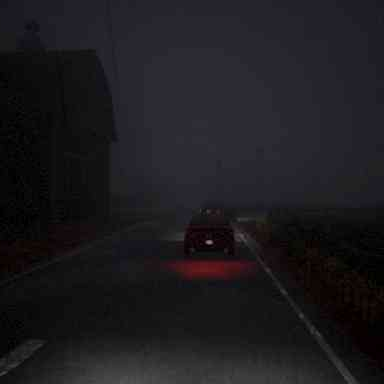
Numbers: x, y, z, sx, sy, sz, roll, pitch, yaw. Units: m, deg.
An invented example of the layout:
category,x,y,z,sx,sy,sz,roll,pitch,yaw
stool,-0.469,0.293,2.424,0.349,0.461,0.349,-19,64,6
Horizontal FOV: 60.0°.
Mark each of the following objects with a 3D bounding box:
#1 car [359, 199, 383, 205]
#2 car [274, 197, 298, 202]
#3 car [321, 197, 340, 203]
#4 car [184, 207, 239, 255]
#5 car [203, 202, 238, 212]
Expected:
category,x,y,z,sx,sy,sz,roll,pitch,yaw
car,34.036,2.173,62.521,4.611,1.667,2.242,0,-1,6
car,22.306,2.109,77.837,4.605,1.855,1.932,0,-1,6
car,36.545,2.239,86.597,3.866,1.878,1.905,0,-1,6
car,0.752,1.613,14.062,1.882,1.535,5.008,0,0,3
car,2.301,1.618,27.783,2.097,1.767,4.553,0,-1,27
